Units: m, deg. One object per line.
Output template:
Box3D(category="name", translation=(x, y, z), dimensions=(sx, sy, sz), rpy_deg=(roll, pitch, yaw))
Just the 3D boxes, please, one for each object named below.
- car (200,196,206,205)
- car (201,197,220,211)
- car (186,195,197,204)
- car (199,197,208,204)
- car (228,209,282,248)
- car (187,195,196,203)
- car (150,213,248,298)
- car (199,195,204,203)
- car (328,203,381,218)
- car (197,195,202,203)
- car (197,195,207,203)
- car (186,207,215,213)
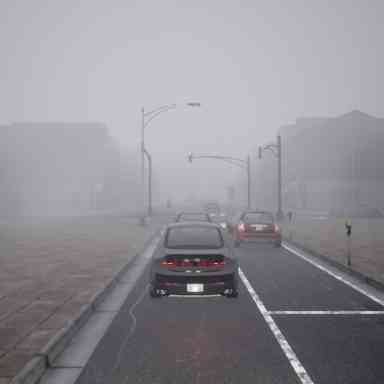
Box3D(category="car", translation=(2.545, 1.705, 47.099), dimensions=(1.947, 1.339, 4.313), rpy_deg=(1, 0, 0))
Box3D(category="car", translation=(2.558, 1.672, 41.662), dimensions=(1.947, 1.339, 4.313), rpy_deg=(1, 0, 0))
Box3D(category="car", translation=(-0.154, 1.570, 72.208), dimensions=(2.150, 2.045, 5.566), rpy_deg=(0, -1, 0))
Box3D(category="car", translation=(2.482, 1.892, 74.456), dimensions=(1.752, 1.417, 4.829), rpy_deg=(1, -1, 0))
Box3D(category="car", translation=(2.626, 1.457, 14.916), dimensions=(1.967, 1.590, 4.097), rpy_deg=(2, 0, 0))
Box3D(category="car", translation=(-0.192, 1.676, 82.617), dimensions=(2.150, 2.045, 5.566), rpy_deg=(0, -1, 0))
Box3D(category="car", translation=(0.020, 1.512, 8.519), dimensions=(1.837, 1.490, 4.892), rpy_deg=(0, 0, -1))
Box3D(category="car", translation=(2.533, 1.702, 52.706), dimensions=(1.752, 1.417, 4.829), rpy_deg=(1, 0, 0))
Box3D(category="car", translation=(14.495, 1.630, 29.771), dimensions=(4.181, 1.385, 1.994), rpy_deg=(0, -2, 0))
Box3D(category="car", translation=(2.507, 1.830, 63.411), dimensions=(1.947, 1.339, 4.313), rpy_deg=(1, -1, 0))
Box3D(category="car", translation=(2.473, 1.735, 79.727), dimensions=(2.192, 1.841, 5.009), rpy_deg=(1, -1, 0))
Box3D(category="car", translation=(0.056, 1.619, 15.995), dimensions=(1.895, 1.301, 4.718), rpy_deg=(0, 0, 0))
